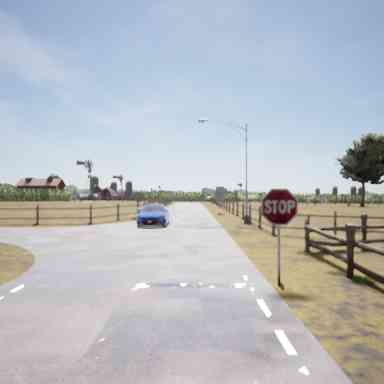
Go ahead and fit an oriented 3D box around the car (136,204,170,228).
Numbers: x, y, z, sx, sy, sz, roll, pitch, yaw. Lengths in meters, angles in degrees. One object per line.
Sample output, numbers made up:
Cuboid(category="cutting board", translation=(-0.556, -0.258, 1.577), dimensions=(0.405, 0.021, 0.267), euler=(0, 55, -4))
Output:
Cuboid(category="car", translation=(-2.618, 1.589, 23.164), dimensions=(1.882, 1.535, 5.008), euler=(0, 0, 0))
